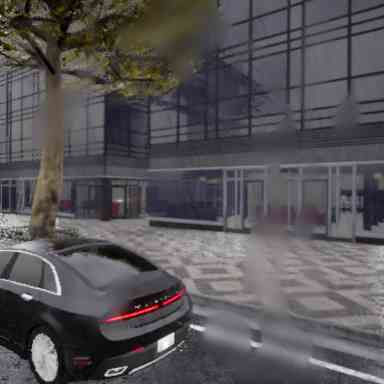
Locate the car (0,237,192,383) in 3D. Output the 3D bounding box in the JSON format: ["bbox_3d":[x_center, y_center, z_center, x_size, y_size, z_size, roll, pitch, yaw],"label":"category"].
[{"bbox_3d":[-2.277,1.499,5.310,4.892,1.490,1.837,0,0,36],"label":"car"}]
